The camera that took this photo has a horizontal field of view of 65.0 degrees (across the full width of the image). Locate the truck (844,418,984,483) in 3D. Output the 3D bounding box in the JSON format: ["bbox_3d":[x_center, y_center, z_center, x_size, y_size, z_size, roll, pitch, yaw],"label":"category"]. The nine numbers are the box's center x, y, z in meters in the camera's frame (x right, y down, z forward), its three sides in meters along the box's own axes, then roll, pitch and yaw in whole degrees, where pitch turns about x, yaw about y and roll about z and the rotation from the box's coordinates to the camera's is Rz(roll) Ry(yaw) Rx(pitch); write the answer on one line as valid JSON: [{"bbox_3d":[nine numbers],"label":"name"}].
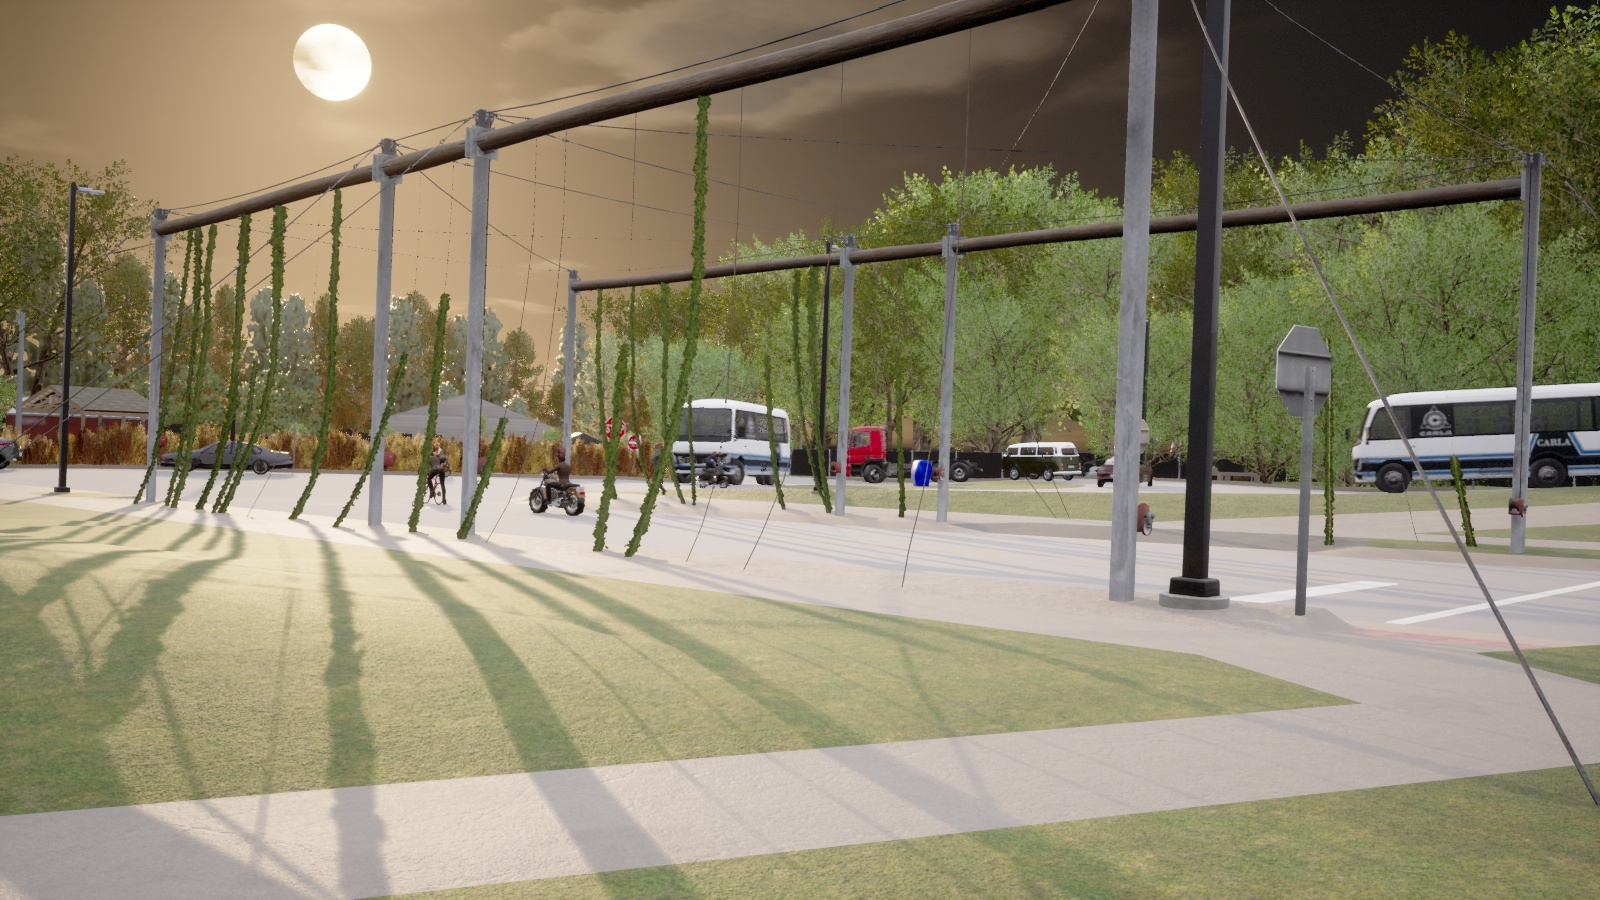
[{"bbox_3d":[6.762,0.073,73.847,7.936,3.462,2.891,-2,-1,9],"label":"truck"}]

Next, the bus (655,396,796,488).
[{"bbox_3d":[-3.546,-0.269,64.029,3.944,4.253,10.273,0,-1,16],"label":"bus"}]

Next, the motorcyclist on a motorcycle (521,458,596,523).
[{"bbox_3d":[-6.378,1.052,33.081,2.350,1.649,0.766,-1,-1,45],"label":"motorcyclist on a motorcycle"}]

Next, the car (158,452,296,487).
[{"bbox_3d":[-24.987,0.853,55.004,5.357,1.411,2.033,1,1,-20],"label":"car"}]

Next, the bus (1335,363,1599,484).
[{"bbox_3d":[28.188,-1.002,52.653,10.273,4.253,3.944,-4,-1,22],"label":"bus"}]

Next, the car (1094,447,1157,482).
[{"bbox_3d":[14.901,0.639,57.348,1.812,1.442,4.674,-1,0,26],"label":"car"}]

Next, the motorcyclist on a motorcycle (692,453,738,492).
[{"bbox_3d":[-3.551,0.922,52.354,1.817,1.590,0.866,-1,-2,44],"label":"motorcyclist on a motorcycle"}]

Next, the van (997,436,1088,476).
[{"bbox_3d":[12.881,0.328,66.969,2.069,2.038,4.480,-2,1,-36],"label":"van"}]

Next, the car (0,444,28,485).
[{"bbox_3d":[-34.776,0.612,51.455,5.027,1.651,2.152,-1,1,-20],"label":"car"}]
